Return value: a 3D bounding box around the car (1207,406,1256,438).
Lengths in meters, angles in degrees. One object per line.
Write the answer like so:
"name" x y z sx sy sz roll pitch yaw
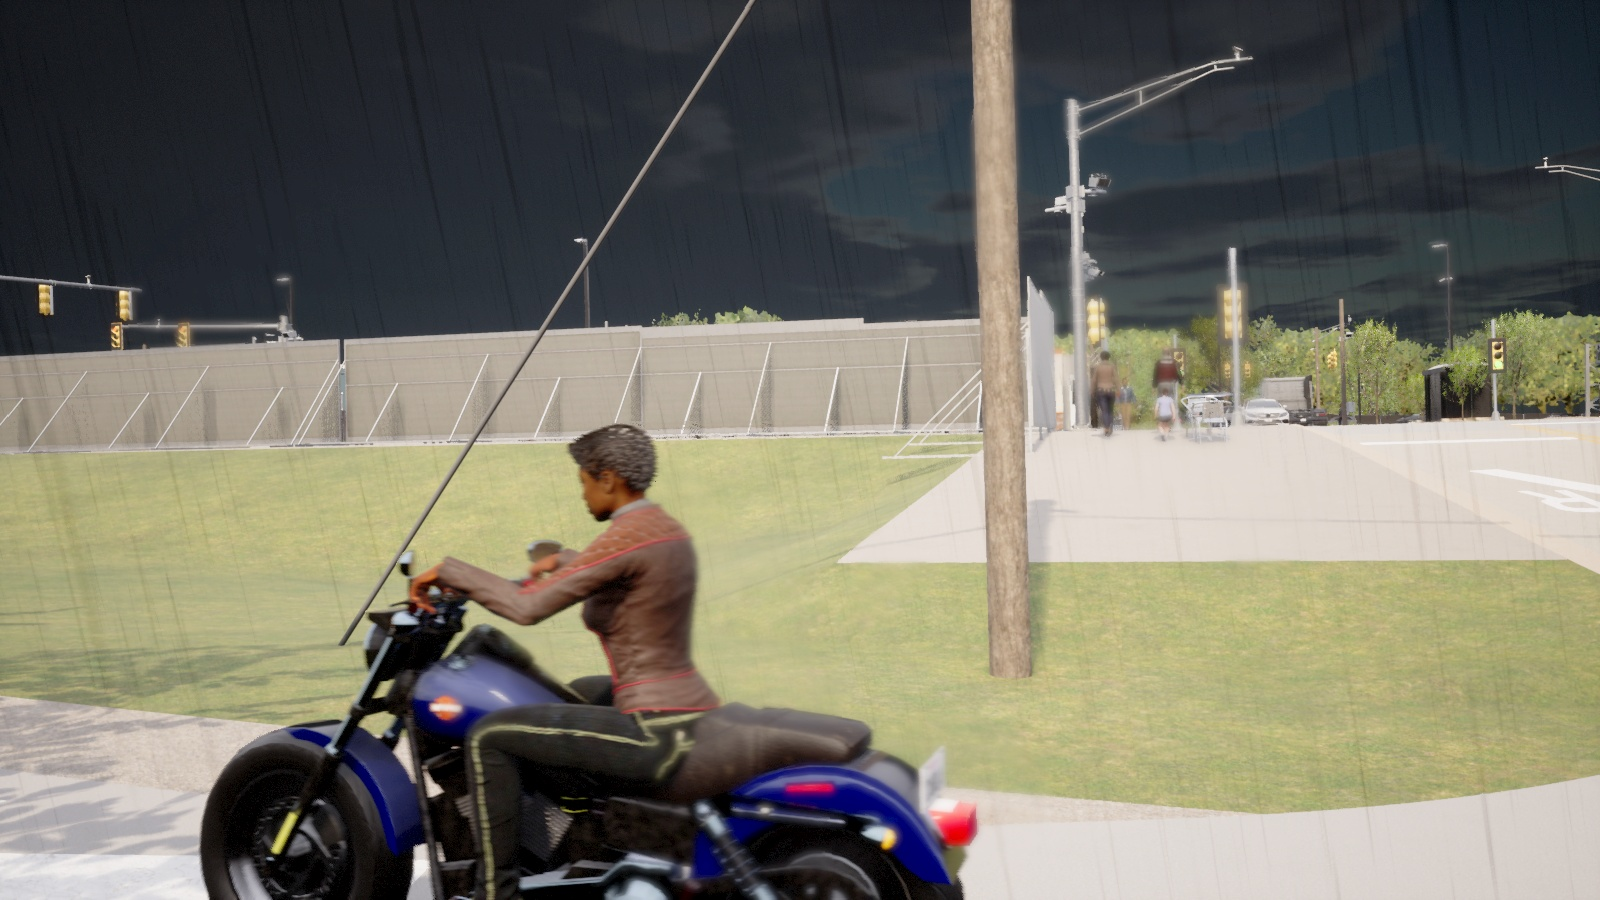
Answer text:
"car" 24.703 -1.591 72.029 2.242 1.667 4.611 -1 0 14

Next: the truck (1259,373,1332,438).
"truck" 28.993 -2.507 73.827 2.891 3.462 7.936 -1 0 14

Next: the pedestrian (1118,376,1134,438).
"pedestrian" 10.422 -1.379 40.163 0.423 1.949 0.788 -1 0 17

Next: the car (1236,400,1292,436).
"car" 20.673 -1.397 56.104 1.812 1.442 4.674 -1 0 14

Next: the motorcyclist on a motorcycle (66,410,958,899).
"motorcyclist on a motorcycle" -0.804 0.732 3.488 2.350 1.649 0.766 0 0 19

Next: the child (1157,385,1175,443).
"child" 7.078 -0.686 24.305 0.255 1.110 0.394 -1 0 6

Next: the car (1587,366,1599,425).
"car" 23.013 -1.465 33.494 4.514 1.525 2.007 -1 0 -38

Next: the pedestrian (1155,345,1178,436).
"pedestrian" 7.659 -1.227 26.212 0.376 1.854 0.720 -1 0 20

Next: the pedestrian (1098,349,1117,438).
"pedestrian" 6.331 -1.149 25.860 0.328 1.805 0.869 -1 0 15
